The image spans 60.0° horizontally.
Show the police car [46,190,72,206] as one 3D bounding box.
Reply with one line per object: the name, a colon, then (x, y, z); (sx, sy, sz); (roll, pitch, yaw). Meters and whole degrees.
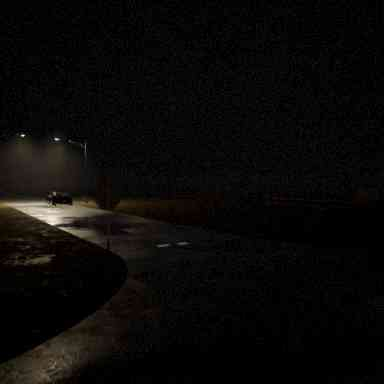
police car: (-14.594, 0.634, 36.319); (1.930, 1.638, 5.238); (0, 1, -35)
